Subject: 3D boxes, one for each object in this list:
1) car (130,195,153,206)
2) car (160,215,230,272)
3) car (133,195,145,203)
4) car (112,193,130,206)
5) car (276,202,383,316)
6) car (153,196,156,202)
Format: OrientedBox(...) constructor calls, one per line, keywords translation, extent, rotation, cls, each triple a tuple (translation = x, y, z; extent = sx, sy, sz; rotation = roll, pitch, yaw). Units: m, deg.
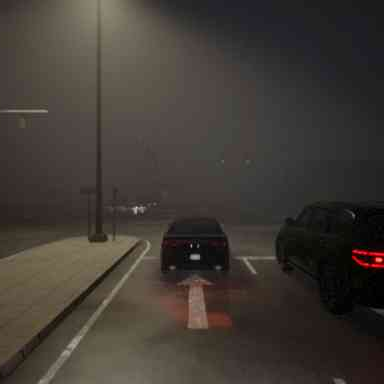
OrientedBox(translation=(-8.078, 1.498, 53.606), extent=(2.128, 1.511, 4.902), rotation=(0, 0, 0), cls="car")
OrientedBox(translation=(0.089, 1.479, 10.800), extent=(1.882, 1.535, 5.008), rotation=(0, 0, 0), cls="car")
OrientedBox(translation=(-11.500, 1.509, 72.396), extent=(1.837, 1.490, 4.892), rotation=(0, 0, 0), cls="car")
OrientedBox(translation=(-11.563, 1.221, 54.751), extent=(2.150, 2.045, 5.566), rotation=(0, 1, 1), cls="car")
OrientedBox(translation=(3.581, 1.221, 7.667), extent=(2.150, 2.045, 5.566), rotation=(0, 0, 0), cls="car")
OrientedBox(translation=(-8.001, 1.563, 68.193), extent=(1.994, 1.385, 4.181), rotation=(0, 0, 0), cls="car")
